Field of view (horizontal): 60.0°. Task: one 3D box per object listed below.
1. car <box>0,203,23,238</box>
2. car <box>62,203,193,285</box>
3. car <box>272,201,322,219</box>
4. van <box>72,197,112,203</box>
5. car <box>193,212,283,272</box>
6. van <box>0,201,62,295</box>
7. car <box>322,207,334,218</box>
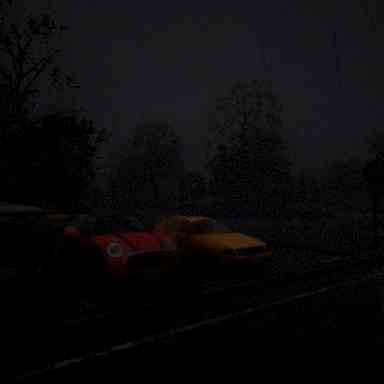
[{"bbox_3d":[-11.060,1.471,18.686,1.946,1.575,5.366,0,0,-36],"label":"car"},{"bbox_3d":[-2.253,1.355,9.724,2.185,1.767,4.553,1,0,-36],"label":"car"},{"bbox_3d":[10.340,1.914,33.882,2.002,1.452,4.674,2,-1,-36],"label":"car"},{"bbox_3d":[-6.460,1.282,21.637,1.878,1.987,4.442,1,0,-36],"label":"van"},{"bbox_3d":[0.238,1.499,11.257,1.946,1.575,5.366,1,0,-36],"label":"car"},{"bbox_3d":[-4.764,1.245,8.014,1.878,1.987,4.442,0,0,-36],"label":"van"},{"bbox_3d":[12.886,1.824,35.777,2.185,1.767,4.553,2,-1,-36],"label":"car"}]
